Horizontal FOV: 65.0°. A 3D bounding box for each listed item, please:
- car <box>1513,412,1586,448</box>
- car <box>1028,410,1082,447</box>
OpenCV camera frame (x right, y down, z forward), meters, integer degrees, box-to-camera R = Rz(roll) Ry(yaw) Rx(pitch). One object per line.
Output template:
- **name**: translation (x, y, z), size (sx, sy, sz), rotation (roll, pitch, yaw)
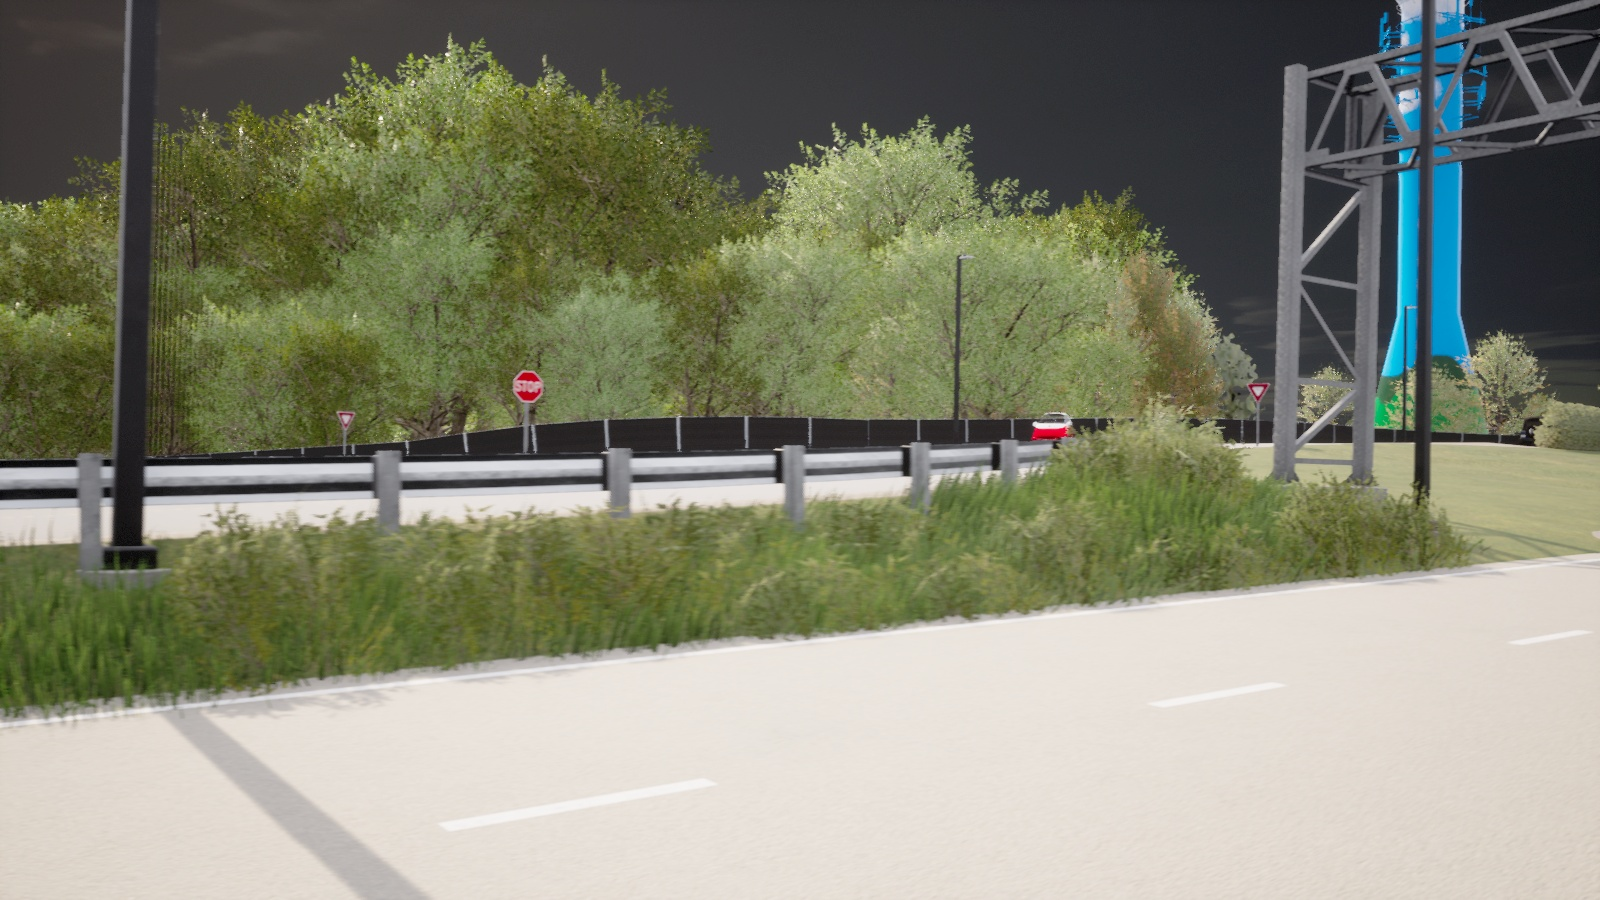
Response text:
- **car**: translation (43.893, -1.140, 73.544), size (3.866, 1.878, 1.905), rotation (3, -2, -28)
- **car**: translation (9.810, -0.800, 48.249), size (1.481, 1.376, 2.207), rotation (0, 0, 27)
